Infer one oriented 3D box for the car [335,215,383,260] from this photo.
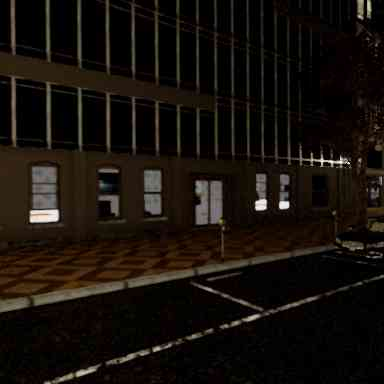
[{"bbox_3d":[6.600,1.468,11.272,4.403,1.369,2.008,0,0,-36],"label":"car"}]
